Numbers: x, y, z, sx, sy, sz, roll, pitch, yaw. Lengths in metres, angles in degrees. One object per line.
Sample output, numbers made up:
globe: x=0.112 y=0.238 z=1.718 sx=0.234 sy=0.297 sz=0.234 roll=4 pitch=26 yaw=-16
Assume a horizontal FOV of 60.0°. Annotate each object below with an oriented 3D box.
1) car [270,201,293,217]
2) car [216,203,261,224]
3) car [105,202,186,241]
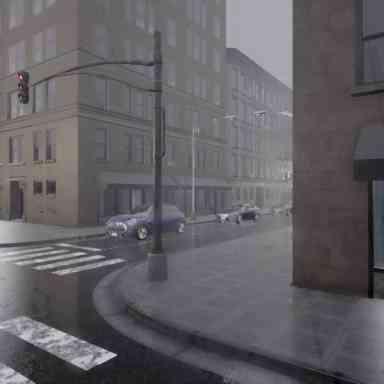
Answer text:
car: x=9.729 y=1.684 z=34.450 sx=2.128 sy=1.511 sz=4.902 roll=0 pitch=0 yaw=35
car: x=3.681 y=1.629 z=25.951 sx=2.128 sy=1.511 sz=4.902 roll=0 pitch=0 yaw=36
car: x=-2.335 y=1.432 z=17.538 sx=2.097 sy=1.767 sz=4.553 roll=0 pitch=0 yaw=36
